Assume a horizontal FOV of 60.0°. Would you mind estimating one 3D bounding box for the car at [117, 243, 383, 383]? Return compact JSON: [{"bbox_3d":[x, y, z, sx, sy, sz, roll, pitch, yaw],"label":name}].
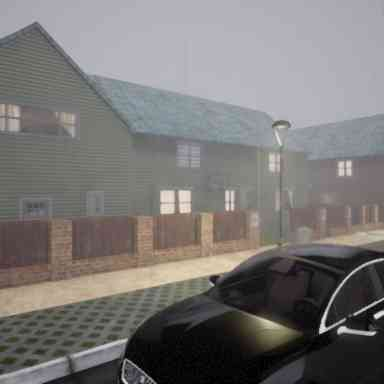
[{"bbox_3d":[1.477,1.502,4.210,4.892,1.490,1.837,0,0,-38],"label":"car"}]
